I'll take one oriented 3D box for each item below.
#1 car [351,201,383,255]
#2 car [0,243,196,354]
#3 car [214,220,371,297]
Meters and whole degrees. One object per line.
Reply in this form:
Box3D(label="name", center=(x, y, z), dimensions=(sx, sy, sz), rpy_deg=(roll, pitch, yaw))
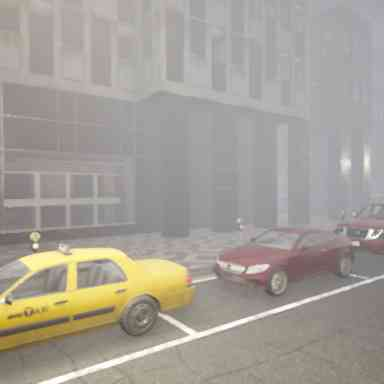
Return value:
Box3D(label="car", center=(7.053, 1.239, 11.674), dimensions=(5.009, 1.841, 2.192), rpy_deg=(0, 0, -35))
Box3D(label="car", center=(-2.210, 1.519, 5.075), dimensions=(4.829, 1.417, 1.752), rpy_deg=(0, 0, -35))
Box3D(label="car", center=(2.491, 1.540, 8.424), dimensions=(4.206, 1.307, 1.802), rpy_deg=(0, 0, -35))
